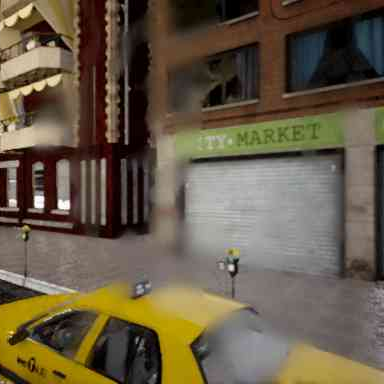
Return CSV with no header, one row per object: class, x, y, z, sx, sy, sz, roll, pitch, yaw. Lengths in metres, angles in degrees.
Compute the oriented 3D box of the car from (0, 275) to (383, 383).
car,-0.646,1.522,3.336,4.829,1.417,1.752,0,0,35
